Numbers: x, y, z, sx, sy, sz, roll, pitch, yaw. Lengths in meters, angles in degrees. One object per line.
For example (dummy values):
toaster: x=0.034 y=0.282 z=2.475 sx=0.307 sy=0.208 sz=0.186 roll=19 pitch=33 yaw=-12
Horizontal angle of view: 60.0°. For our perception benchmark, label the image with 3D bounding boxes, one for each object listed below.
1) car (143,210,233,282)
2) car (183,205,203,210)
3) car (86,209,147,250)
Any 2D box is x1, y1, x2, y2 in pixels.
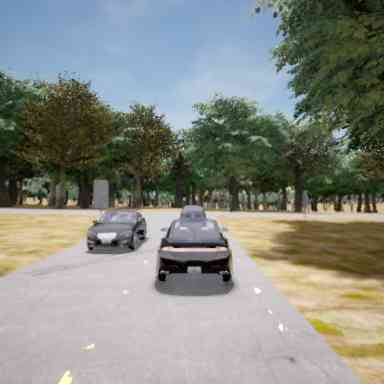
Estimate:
car: x=0.072 y=1.502 z=9.730 sx=2.128 sy=1.511 sz=4.902 roll=0 pitch=0 yaw=0
car: x=0.078 y=1.651 z=24.046 sx=2.033 sy=1.411 sz=5.357 roll=0 pitch=-1 yaw=1
car: x=-3.076 y=1.521 z=14.425 sx=2.128 sy=1.511 sz=4.902 roll=0 pitch=0 yaw=0
